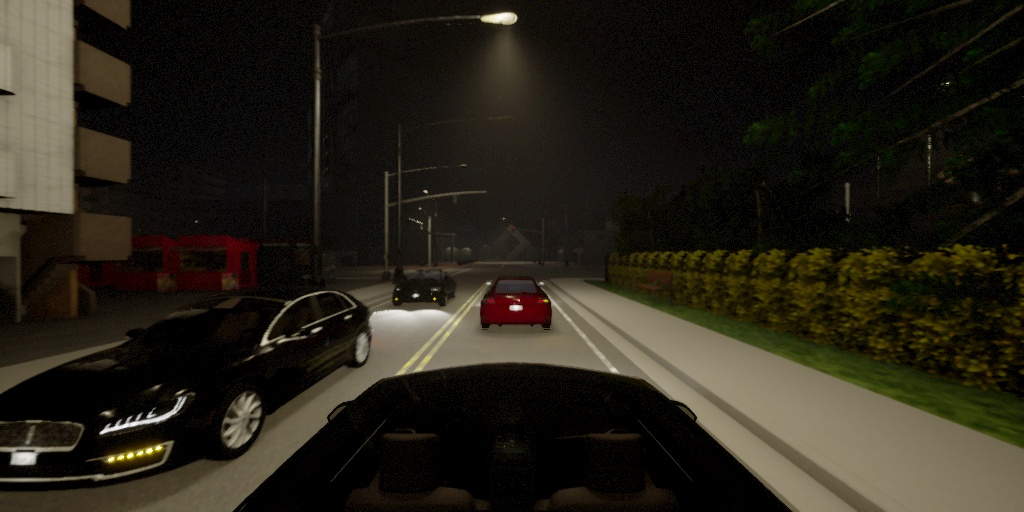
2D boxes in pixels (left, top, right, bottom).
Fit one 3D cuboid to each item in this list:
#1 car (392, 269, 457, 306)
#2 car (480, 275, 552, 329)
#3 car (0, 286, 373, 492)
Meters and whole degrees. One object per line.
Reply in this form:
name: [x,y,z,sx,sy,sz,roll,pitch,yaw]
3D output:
car: [-3.569,1.271,15.273,1.994,1.385,4.181,0,0,0]
car: [0.103,1.284,11.143,1.994,1.385,4.181,0,0,0]
car: [-3.596,1.245,5.071,1.837,1.490,4.892,0,0,0]
